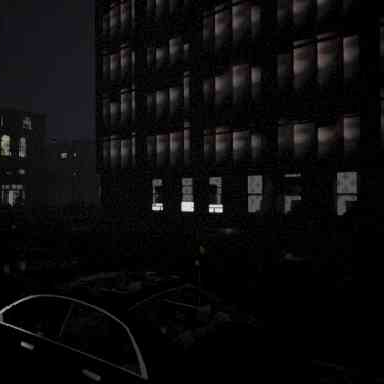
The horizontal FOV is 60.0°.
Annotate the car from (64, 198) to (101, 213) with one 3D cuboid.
[{"bbox_3d":[-12.191,1.683,37.295,1.802,1.307,4.206,-1,-1,36],"label":"car"}]

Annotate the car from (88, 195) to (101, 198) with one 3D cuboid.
[{"bbox_3d":[-13.125,1.386,45.848,2.150,2.045,5.566,0,0,36],"label":"car"}]

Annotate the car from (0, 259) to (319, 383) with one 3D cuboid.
[{"bbox_3d":[-0.982,1.551,3.579,4.403,1.369,2.008,0,0,35],"label":"car"}]
